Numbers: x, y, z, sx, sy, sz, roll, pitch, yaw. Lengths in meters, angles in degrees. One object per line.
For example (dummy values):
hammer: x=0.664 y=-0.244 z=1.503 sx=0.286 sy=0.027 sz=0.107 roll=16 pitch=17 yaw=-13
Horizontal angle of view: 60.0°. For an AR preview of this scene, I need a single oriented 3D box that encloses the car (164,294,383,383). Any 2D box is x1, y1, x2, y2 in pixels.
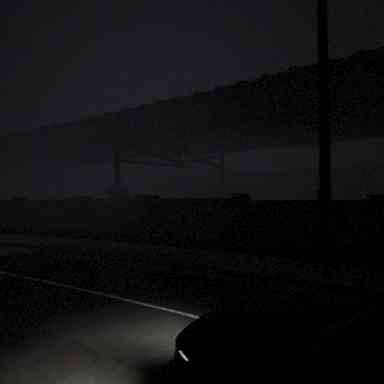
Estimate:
car: x=1.937 y=1.520 z=2.494 sx=4.674 sy=1.442 sz=1.812 roll=0 pitch=0 yaw=35
